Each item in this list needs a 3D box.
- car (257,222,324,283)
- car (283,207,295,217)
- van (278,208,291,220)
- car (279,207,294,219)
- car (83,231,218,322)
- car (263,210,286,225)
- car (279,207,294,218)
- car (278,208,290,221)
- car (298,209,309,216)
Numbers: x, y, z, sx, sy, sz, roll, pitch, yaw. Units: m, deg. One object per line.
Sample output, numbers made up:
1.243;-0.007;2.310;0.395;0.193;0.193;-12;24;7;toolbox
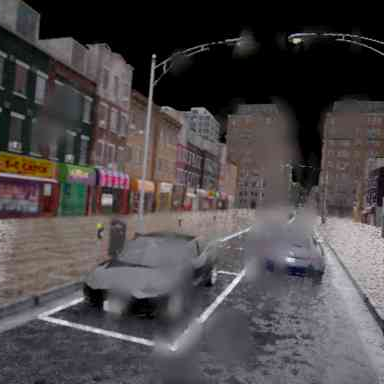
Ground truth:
3.500;2.033;11.550;1.994;1.385;4.181;4;-1;20;car
20.848;4.291;71.434;2.192;1.841;5.009;4;-1;19;car
15.490;3.565;55.484;1.690;1.788;3.998;4;-1;19;van
17.277;3.788;60.802;2.192;1.841;5.009;4;-1;19;car
-0.606;1.641;7.632;1.947;1.339;4.313;5;-1;19;car
8.326;2.831;34.214;1.802;1.307;4.206;5;-1;19;car
13.707;3.293;50.168;2.192;1.841;5.009;4;-1;19;car
10.115;3.041;39.531;2.008;1.369;4.403;5;-1;19;car
25.598;4.833;77.332;2.033;1.411;5.357;4;-1;19;car
